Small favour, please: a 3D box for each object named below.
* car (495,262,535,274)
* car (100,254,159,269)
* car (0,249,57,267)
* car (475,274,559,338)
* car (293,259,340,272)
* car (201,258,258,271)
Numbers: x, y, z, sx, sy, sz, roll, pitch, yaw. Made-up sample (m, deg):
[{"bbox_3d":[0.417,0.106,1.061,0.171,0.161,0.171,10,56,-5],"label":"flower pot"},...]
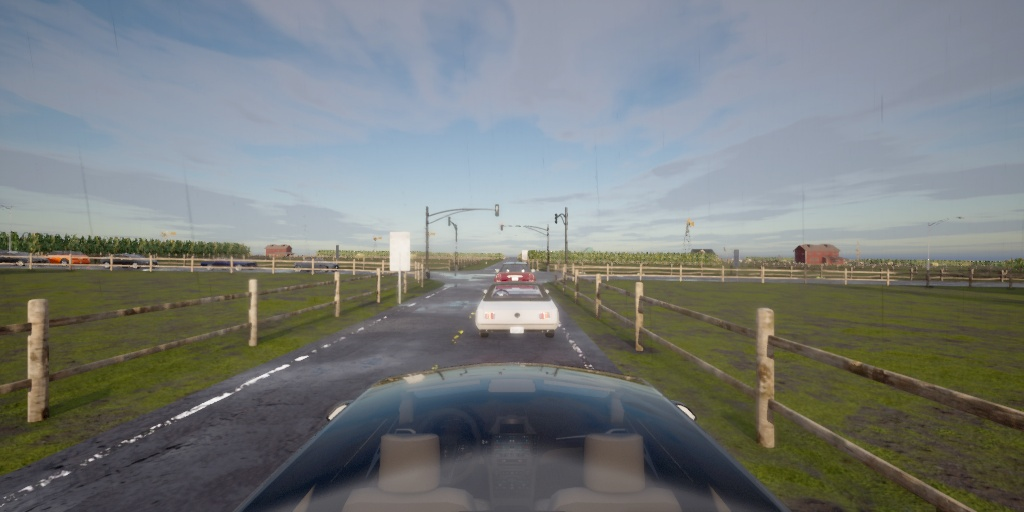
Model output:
[{"bbox_3d":[0.178,1.103,19.146,2.097,1.767,4.553,0,0,1],"label":"car"},{"bbox_3d":[-39.188,0.555,36.818,4.892,1.490,1.837,1,0,1],"label":"car"},{"bbox_3d":[-50.709,0.348,36.904,4.892,1.490,1.837,2,0,1],"label":"car"},{"bbox_3d":[0.123,1.351,10.158,1.895,1.301,4.718,0,0,0],"label":"car"},{"bbox_3d":[-19.967,0.961,36.752,4.181,1.385,1.994,1,0,0],"label":"car"},{"bbox_3d":[-28.860,0.837,36.775,4.718,1.301,1.895,1,0,0],"label":"car"}]
